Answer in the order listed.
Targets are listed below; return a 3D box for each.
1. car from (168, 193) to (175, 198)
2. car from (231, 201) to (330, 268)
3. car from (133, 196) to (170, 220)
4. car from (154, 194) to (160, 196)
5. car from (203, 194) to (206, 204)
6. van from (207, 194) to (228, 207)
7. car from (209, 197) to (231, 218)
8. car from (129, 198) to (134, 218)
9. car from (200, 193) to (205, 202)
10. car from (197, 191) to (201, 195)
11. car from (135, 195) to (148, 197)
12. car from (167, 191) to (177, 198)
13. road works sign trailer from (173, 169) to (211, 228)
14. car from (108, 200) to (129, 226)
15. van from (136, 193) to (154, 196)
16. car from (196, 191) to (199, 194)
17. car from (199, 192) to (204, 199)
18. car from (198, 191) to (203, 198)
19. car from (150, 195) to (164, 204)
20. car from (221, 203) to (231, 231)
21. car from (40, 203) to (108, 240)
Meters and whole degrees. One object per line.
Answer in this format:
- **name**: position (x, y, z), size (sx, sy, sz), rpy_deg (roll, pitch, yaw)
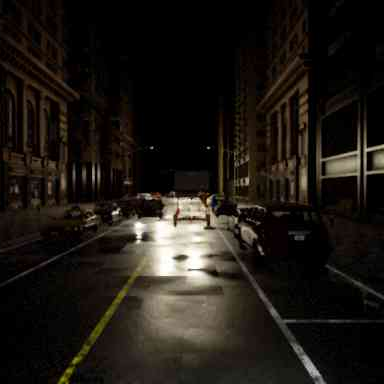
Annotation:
- **car**: position (-5.808, 1.014, 95.185), size (1.947, 1.339, 4.313), rpy_deg (0, 0, 0)
- **car**: position (2.758, 1.245, 10.923), size (2.192, 1.841, 5.009), rpy_deg (0, 0, 0)
- **car**: position (-3.112, 1.313, 26.368), size (1.882, 1.535, 5.008), rpy_deg (0, 0, 0)
- **car**: position (-5.784, 1.279, 44.619), size (2.008, 1.369, 4.403), rpy_deg (0, 0, 0)
- **car**: position (2.741, 1.253, 44.806), size (1.752, 1.417, 4.829), rpy_deg (0, 0, 0)
- **van**: position (2.747, 1.135, 33.397), size (1.690, 1.788, 3.998), rpy_deg (0, 0, 0)
- **car**: position (2.749, 1.378, 27.780), size (2.008, 1.369, 4.403), rpy_deg (0, 0, 0)
- **car**: position (-5.776, 1.372, 27.765), size (1.887, 1.381, 4.507), rpy_deg (0, 0, 0)
- **car**: position (2.736, 1.244, 55.874), size (1.802, 1.307, 4.206), rpy_deg (0, 0, 0)
- **car**: position (2.725, 1.104, 78.348), size (1.947, 1.339, 4.313), rpy_deg (0, 0, 0)
- **car**: position (-5.778, 1.338, 33.383), size (1.887, 1.381, 4.507), rpy_deg (0, 0, 0)
- **car**: position (-5.805, 1.059, 89.566), size (1.802, 1.307, 4.206), rpy_deg (0, 0, 0)
- **road works sign trailer**: position (-0.010, 0.331, 21.139), size (2.380, 3.560, 2.880), rpy_deg (0, 0, 0)
- **car**: position (-5.773, 1.411, 22.152), size (2.008, 1.369, 4.403), rpy_deg (0, 0, 0)
- **van**: position (-5.781, 1.102, 39.000), size (1.690, 1.788, 3.998), rpy_deg (0, 0, 0)
- **car**: position (2.723, 1.053, 83.967), size (1.887, 1.381, 4.507), rpy_deg (0, 0, 0)
- **car**: position (2.733, 1.212, 61.492), size (1.802, 1.307, 4.206), rpy_deg (0, 0, 0)
- **car**: position (2.730, 1.122, 67.280), size (1.752, 1.417, 4.829), rpy_deg (0, 0, 0)
- **car**: position (-5.789, 1.188, 55.686), size (1.752, 1.417, 4.829), rpy_deg (0, 0, 0)
- **car**: position (2.755, 1.446, 16.542), size (2.008, 1.369, 4.403), rpy_deg (0, 0, 0)
- **car**: position (-5.770, 1.421, 16.358), size (1.752, 1.417, 4.829), rpy_deg (0, 0, 0)
